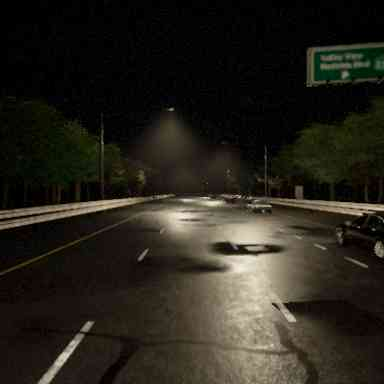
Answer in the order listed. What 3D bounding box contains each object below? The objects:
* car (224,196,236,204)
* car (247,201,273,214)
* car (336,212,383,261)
[{"bbox_3d":[7.067,1.496,62.427,2.128,1.511,4.902,0,0,0],"label":"car"},{"bbox_3d":[7.037,1.601,35.033,1.895,1.301,4.718,0,0,0],"label":"car"},{"bbox_3d":[7.013,1.506,12.208,1.837,1.490,4.892,0,0,0],"label":"car"}]
